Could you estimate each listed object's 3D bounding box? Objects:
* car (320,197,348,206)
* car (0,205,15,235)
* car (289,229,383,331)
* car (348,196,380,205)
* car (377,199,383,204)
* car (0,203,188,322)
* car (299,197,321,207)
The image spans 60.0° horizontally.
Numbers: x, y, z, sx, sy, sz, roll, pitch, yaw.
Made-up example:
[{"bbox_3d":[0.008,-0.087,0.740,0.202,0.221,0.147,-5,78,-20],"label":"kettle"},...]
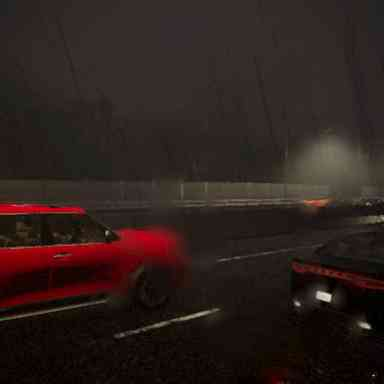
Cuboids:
[{"bbox_3d":[19.438,1.584,43.621,4.892,1.490,1.837,0,0,-35],"label":"car"},{"bbox_3d":[-11.915,1.506,16.989,4.892,1.490,1.837,0,0,-35],"label":"car"},{"bbox_3d":[4.084,1.489,6.657,5.008,1.535,1.882,0,0,-35],"label":"car"},{"bbox_3d":[21.800,1.433,41.008,4.553,1.767,2.097,0,0,-35],"label":"car"},{"bbox_3d":[23.527,1.681,37.943,4.718,1.301,1.895,0,0,-35],"label":"car"},{"bbox_3d":[-2.741,1.224,6.089,5.566,2.045,2.150,0,0,-35],"label":"car"},{"bbox_3d":[16.890,1.431,46.096,4.553,1.767,2.097,0,0,-35],"label":"car"}]
